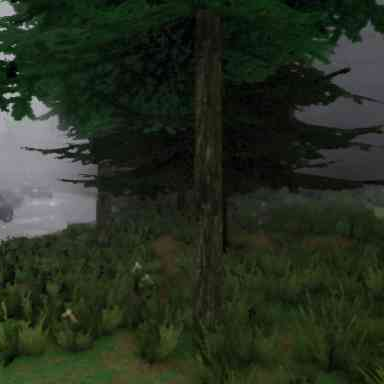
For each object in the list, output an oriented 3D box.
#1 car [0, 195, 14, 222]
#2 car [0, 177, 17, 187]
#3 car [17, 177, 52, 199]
[{"bbox_3d":[-12.134,0.994,18.355,2.097,1.767,4.553,0,3,10],"label":"car"},{"bbox_3d":[-24.359,-1.292,44.925,4.892,1.490,1.837,6,4,33],"label":"car"},{"bbox_3d":[-16.353,-0.326,35.019,2.097,1.767,4.553,-1,6,-44],"label":"car"}]
